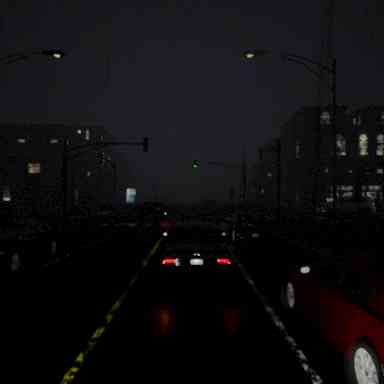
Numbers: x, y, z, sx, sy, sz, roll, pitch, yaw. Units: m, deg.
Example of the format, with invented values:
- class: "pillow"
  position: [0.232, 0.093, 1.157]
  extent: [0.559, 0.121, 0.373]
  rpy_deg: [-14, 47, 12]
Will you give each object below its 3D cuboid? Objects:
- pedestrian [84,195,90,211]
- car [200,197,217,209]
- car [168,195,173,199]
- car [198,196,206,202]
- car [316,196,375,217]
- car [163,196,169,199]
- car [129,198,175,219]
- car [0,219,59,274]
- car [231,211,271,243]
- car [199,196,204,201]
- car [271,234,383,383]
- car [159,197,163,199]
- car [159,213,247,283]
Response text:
- class: "pedestrian"
  position: [-12.600, 1.282, 39.737]
  extent: [0.375, 1.860, 0.375]
  rpy_deg: [0, -1, 1]
- class: "car"
  position: [2.634, 1.752, 48.608]
  extent: [1.947, 1.339, 4.313]
  rpy_deg: [0, 0, 0]
- class: "car"
  position: [-5.774, 1.713, 70.698]
  extent: [1.967, 1.590, 4.097]
  rpy_deg: [0, 0, 0]
- class: "car"
  position: [2.586, 1.781, 87.261]
  extent: [1.967, 1.590, 4.097]
  rpy_deg: [0, 0, 0]
- class: "car"
  position: [15.570, 1.439, 33.804]
  extent: [5.566, 2.045, 2.150]
  rpy_deg: [0, -1, 1]
- class: "car"
  position: [-5.761, 1.780, 59.654]
  extent: [2.008, 1.369, 4.403]
  rpy_deg: [0, 0, 0]
- class: "car"
  position: [-3.954, 1.623, 30.740]
  extent: [1.837, 1.490, 4.892]
  rpy_deg: [3, -2, -42]
- class: "car"
  position: [-5.698, 1.591, 10.533]
  extent: [2.008, 1.369, 4.403]
  rpy_deg: [0, 0, 0]
- class: "car"
  position: [2.675, 1.613, 16.218]
  extent: [2.008, 1.369, 4.403]
  rpy_deg: [0, 0, 0]
- class: "car"
  position: [2.620, 1.811, 59.650]
  extent: [1.802, 1.307, 4.206]
  rpy_deg: [0, 0, 0]
- class: "car"
  position: [2.690, 1.563, 4.834]
  extent: [1.887, 1.381, 4.507]
  rpy_deg: [0, 0, 0]
- class: "car"
  position: [-5.746, 1.768, 48.610]
  extent: [1.802, 1.307, 4.206]
  rpy_deg: [0, 0, 0]
- class: "car"
  position: [0.086, 1.585, 9.792]
  extent: [2.033, 1.411, 5.357]
  rpy_deg: [0, 0, 0]
